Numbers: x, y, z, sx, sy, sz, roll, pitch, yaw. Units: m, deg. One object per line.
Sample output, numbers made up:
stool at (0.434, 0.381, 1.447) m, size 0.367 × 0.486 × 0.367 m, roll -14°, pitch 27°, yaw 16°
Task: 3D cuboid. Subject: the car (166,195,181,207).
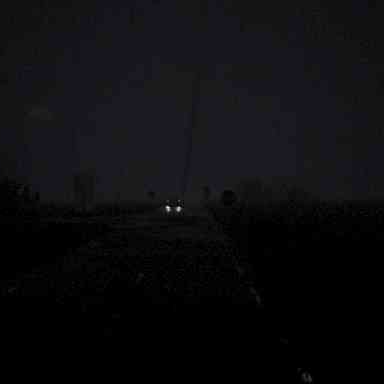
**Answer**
car at (-2.743, 1.300, 51.062) m, size 2.097 × 1.767 × 4.553 m, roll 0°, pitch -1°, yaw 0°
